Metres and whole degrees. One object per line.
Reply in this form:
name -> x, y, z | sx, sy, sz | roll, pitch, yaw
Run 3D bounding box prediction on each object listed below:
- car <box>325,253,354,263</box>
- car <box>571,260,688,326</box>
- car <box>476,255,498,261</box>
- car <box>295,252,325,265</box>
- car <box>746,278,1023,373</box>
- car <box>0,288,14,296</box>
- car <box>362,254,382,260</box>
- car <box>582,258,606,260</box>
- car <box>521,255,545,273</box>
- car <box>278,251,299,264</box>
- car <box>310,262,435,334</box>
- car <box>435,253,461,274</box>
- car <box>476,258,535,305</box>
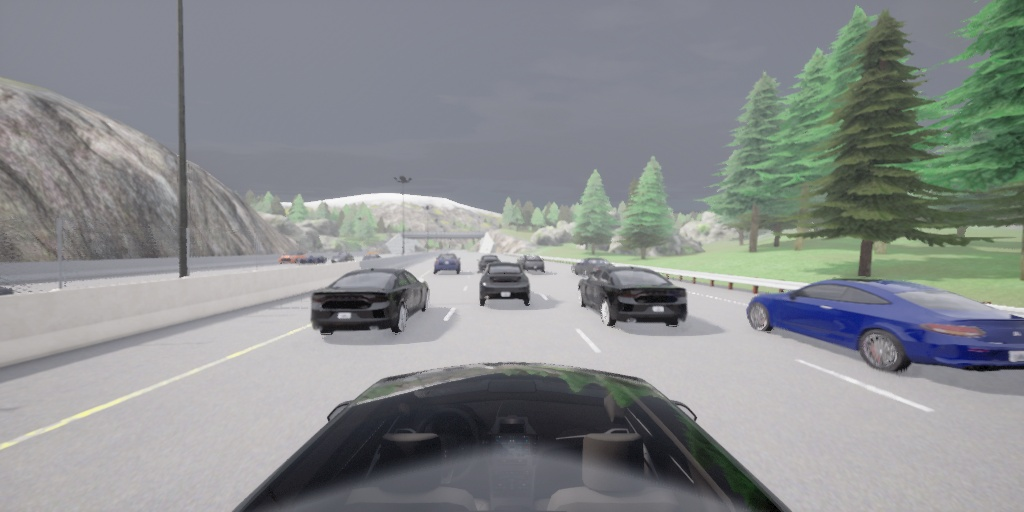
car -> -22.294, 0.334, 47.292 | 2.128, 1.511, 4.902 | 0, 1, -9
car -> 3.332, 1.043, 10.866 | 1.882, 1.535, 5.008 | 0, 1, -2
car -> -1.993, 0.668, 31.080 | 1.837, 1.490, 4.892 | 0, 1, -8
car -> -25.708, 0.461, 46.469 | 1.895, 1.301, 4.718 | 0, 1, -9
car -> 6.949, 1.164, 7.226 | 1.812, 1.442, 4.674 | 0, 1, -1
car -> -14.199, 1.189, 7.254 | 2.033, 1.411, 5.357 | 0, 1, -1
car -> -18.970, 0.378, 48.721 | 1.994, 1.385, 4.181 | 0, 1, -9
car -> 5.767, 0.820, 25.518 | 2.033, 1.411, 5.357 | 0, 1, -6
car -> 1.545, 0.655, 30.990 | 2.128, 1.511, 4.902 | 0, 1, -8
car -> -29.552, 0.174, 48.483 | 2.097, 1.767, 4.553 | 0, 1, -8
car -> -3.633, 1.061, 10.054 | 1.882, 1.535, 5.008 | 0, 1, -2
car -> -5.485, 0.523, 30.708 | 2.097, 1.767, 4.553 | 0, 1, -8
car -> -0.349, 0.998, 14.499 | 1.837, 1.490, 4.892 | 0, 1, -3
